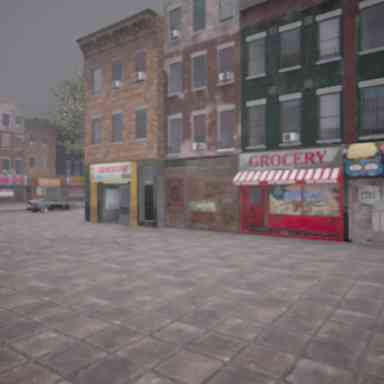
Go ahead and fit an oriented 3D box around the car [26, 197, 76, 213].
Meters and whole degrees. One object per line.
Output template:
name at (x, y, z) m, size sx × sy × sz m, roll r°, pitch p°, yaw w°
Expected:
car at (-12.441, 1.133, 29.572) m, size 1.947 × 1.339 × 4.313 m, roll 1°, pitch 1°, yaw 35°
